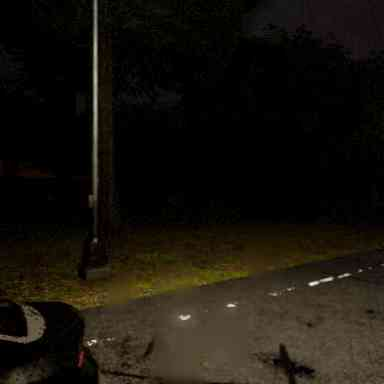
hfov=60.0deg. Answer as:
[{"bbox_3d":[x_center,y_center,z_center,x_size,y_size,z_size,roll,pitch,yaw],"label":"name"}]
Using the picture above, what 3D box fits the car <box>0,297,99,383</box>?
[{"bbox_3d":[-3.027,1.505,1.833,4.892,1.490,1.837,0,0,-35],"label":"car"}]
